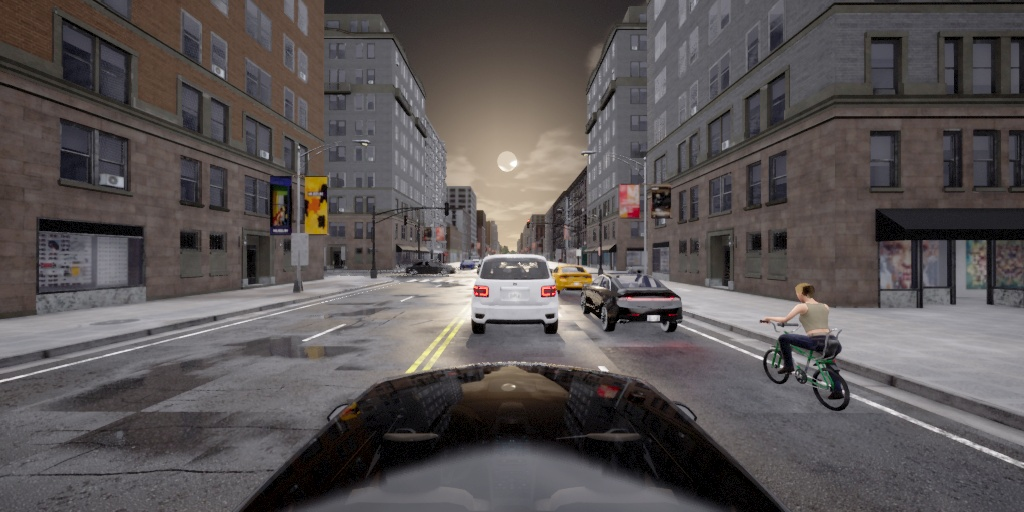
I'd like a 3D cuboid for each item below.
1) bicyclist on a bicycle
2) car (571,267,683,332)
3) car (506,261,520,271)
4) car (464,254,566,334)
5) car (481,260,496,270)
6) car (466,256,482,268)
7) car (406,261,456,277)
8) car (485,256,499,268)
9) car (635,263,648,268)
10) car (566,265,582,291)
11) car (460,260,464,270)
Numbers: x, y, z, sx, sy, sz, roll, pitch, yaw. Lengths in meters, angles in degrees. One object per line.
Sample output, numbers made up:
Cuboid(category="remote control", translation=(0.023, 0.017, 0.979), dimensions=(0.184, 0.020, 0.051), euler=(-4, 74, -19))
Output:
Cuboid(category="bicyclist on a bicycle", translation=(4.129, 1.187, 5.133), dimensions=(0.866, 1.612, 1.509), euler=(0, 0, 0))
Cuboid(category="car", translation=(3.323, 1.243, 10.821), dimensions=(2.128, 1.511, 4.902), euler=(0, 0, 0))
Cuboid(category="car", translation=(0.133, 1.371, 51.830), dimensions=(1.895, 1.301, 4.718), euler=(0, 0, -1))
Cuboid(category="car", translation=(0.079, 0.973, 10.750), dimensions=(2.150, 2.045, 5.566), euler=(0, 0, 0))
Cuboid(category="car", translation=(-3.444, 1.335, 53.082), dimensions=(1.994, 1.385, 4.181), euler=(0, 0, 0))
Cuboid(category="car", translation=(-6.690, 0.996, 64.036), dimensions=(2.150, 2.045, 5.566), euler=(0, 0, 0))
Cuboid(category="car", translation=(-8.082, 1.259, 35.794), dimensions=(4.892, 1.490, 1.837), euler=(-1, 0, 0))
Cuboid(category="car", translation=(-3.449, 0.996, 62.423), dimensions=(2.150, 2.045, 5.566), euler=(0, 0, 0))
Cuboid(category="car", translation=(14.974, 1.413, 38.708), dimensions=(4.718, 1.301, 1.895), euler=(0, 0, 1))
Cuboid(category="car", translation=(3.211, 1.233, 20.311), dimensions=(1.882, 1.535, 5.008), euler=(0, 0, 0))
Cuboid(category="car", translation=(-6.702, 1.249, 54.092), dimensions=(1.882, 1.535, 5.008), euler=(0, 0, 0))
